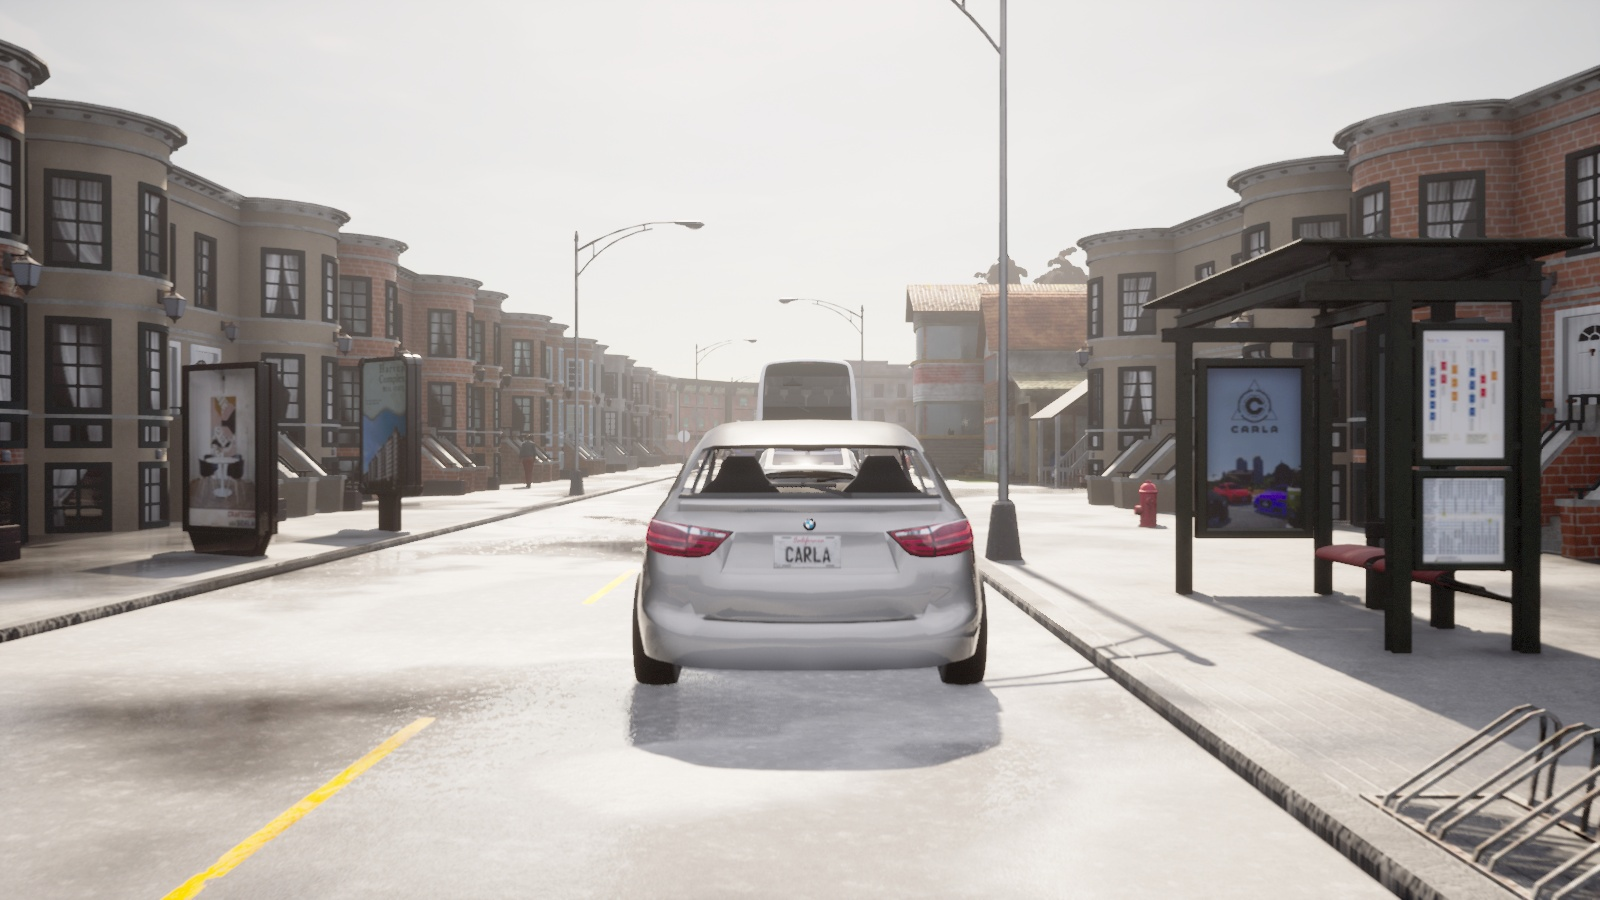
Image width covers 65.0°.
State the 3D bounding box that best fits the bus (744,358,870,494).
[{"bbox_3d":[0.258,-0.784,44.430,3.944,4.253,10.273,0,0,0],"label":"bus"}]

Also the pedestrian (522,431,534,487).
[{"bbox_3d":[-9.029,0.304,41.682,0.353,1.847,0.614,0,0,-11],"label":"pedestrian"}]

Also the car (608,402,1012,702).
[{"bbox_3d":[0.065,0.559,9.292,2.242,1.667,4.611,0,0,0],"label":"car"}]
